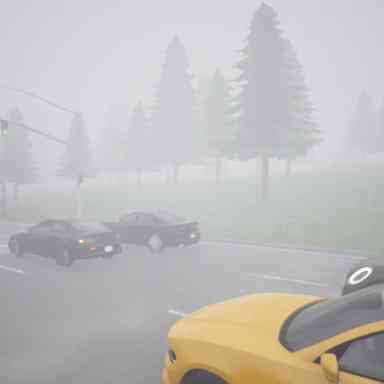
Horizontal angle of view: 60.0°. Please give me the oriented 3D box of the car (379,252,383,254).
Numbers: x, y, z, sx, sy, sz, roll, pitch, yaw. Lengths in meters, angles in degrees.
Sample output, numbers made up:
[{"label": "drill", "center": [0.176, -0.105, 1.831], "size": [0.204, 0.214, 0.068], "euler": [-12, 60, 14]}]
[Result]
[{"label": "car", "center": [4.700, 1.348, 4.938], "size": [4.553, 1.767, 2.097], "euler": [0, 0, 36]}]

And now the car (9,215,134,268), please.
[{"label": "car", "center": [-4.394, 1.556, 11.414], "size": [4.674, 1.442, 1.812], "euler": [0, 0, 36]}]

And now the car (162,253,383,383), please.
[{"label": "car", "center": [2.004, 1.477, 2.561], "size": [5.008, 1.535, 1.882], "euler": [0, 0, 35]}]

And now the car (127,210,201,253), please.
[{"label": "car", "center": [-1.979, 1.507, 13.989], "size": [5.008, 1.535, 1.882], "euler": [0, 0, 36]}]
